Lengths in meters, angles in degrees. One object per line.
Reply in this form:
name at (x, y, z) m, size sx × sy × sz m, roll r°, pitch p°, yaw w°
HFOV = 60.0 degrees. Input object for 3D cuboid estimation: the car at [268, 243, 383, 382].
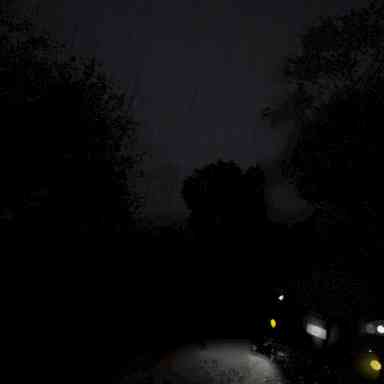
car at (3.187, 1.574, 5.350) m, size 4.181 × 1.385 × 1.994 m, roll 0°, pitch 0°, yaw -36°
